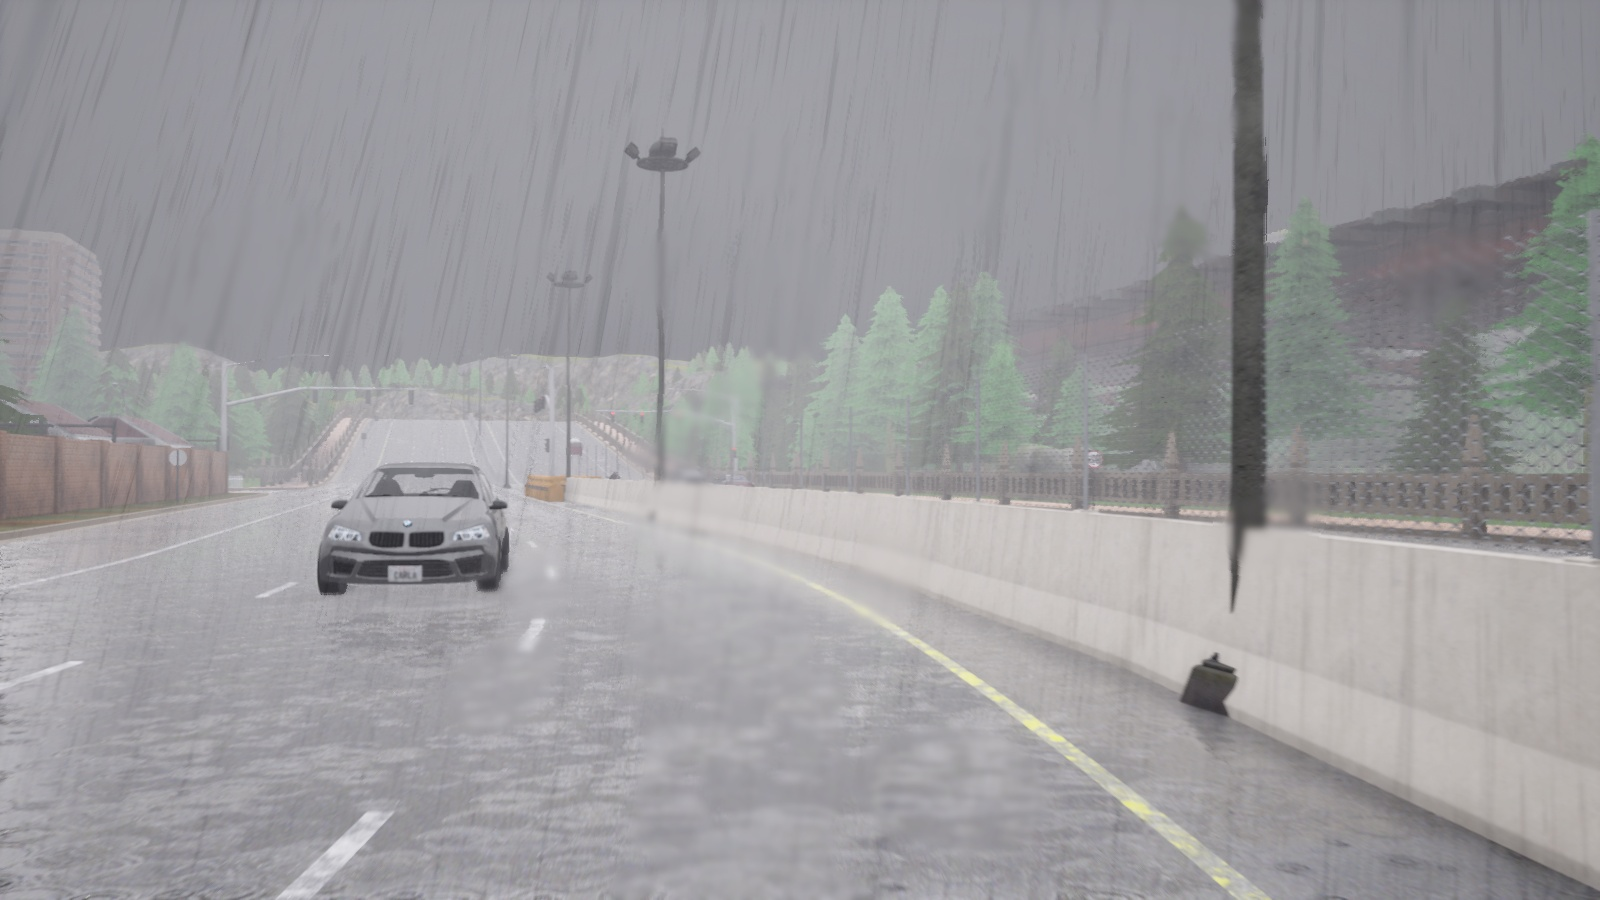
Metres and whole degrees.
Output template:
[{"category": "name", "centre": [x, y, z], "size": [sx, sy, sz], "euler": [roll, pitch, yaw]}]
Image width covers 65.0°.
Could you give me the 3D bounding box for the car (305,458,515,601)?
[{"category": "car", "centre": [-5.116, 0.969, 17.136], "size": [2.242, 1.667, 4.611], "euler": [0, -1, -11]}]

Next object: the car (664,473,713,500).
[{"category": "car", "centre": [-6.395, 2.045, 71.439], "size": [1.837, 1.490, 4.892], "euler": [0, -1, -17]}]

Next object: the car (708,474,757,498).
[{"category": "car", "centre": [-4.105, 2.169, 75.966], "size": [1.994, 1.385, 4.181], "euler": [0, -1, -17]}]
